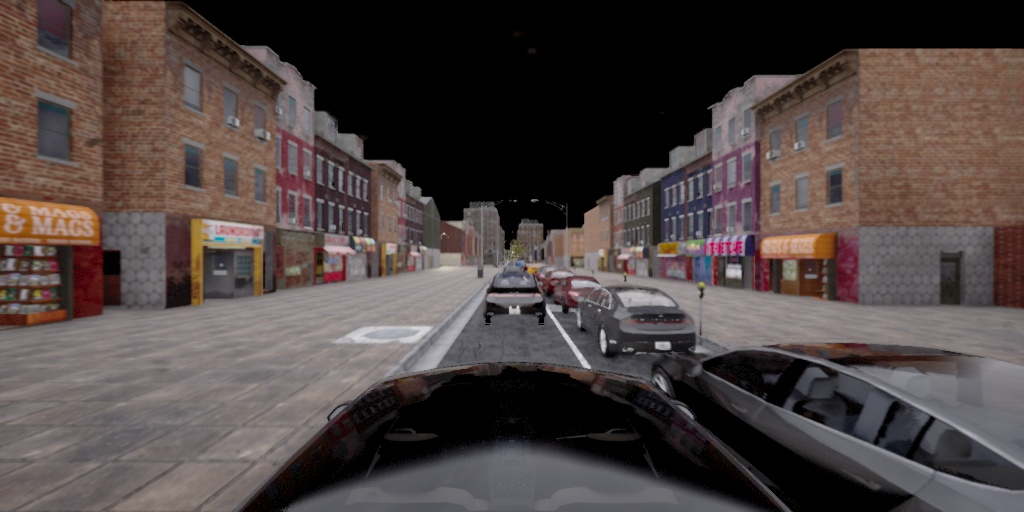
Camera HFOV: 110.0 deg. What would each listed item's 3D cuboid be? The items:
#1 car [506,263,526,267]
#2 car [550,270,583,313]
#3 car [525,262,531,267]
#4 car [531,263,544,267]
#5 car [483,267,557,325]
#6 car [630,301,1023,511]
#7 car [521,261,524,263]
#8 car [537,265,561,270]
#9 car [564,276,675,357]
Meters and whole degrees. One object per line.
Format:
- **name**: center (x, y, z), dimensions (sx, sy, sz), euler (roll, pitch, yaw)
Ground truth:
- **car**: center (0.070, 1.572, 33.167), dimensions (1.895, 1.301, 4.718), euler (0, -1, 0)
- **car**: center (2.627, 1.405, 14.059), dimensions (1.802, 1.307, 4.207), euler (0, 0, 0)
- **car**: center (2.717, 1.503, 38.973), dimensions (1.882, 1.535, 5.008), euler (0, -1, 0)
- **car**: center (2.617, 1.345, 25.310), dimensions (1.967, 1.591, 4.097), euler (0, 0, 0)
- **car**: center (0.075, 1.303, 12.140), dimensions (2.128, 1.511, 4.902), euler (0, 0, 0)
- **car**: center (2.638, 1.322, 2.809), dimensions (1.948, 1.339, 4.313), euler (0, 0, 0)
- **car**: center (2.590, 1.717, 53.435), dimensions (1.888, 1.381, 4.507), euler (0, 0, 0)
- **car**: center (2.622, 1.408, 19.685), dimensions (1.888, 1.381, 4.507), euler (0, 0, 0)
- **car**: center (2.632, 1.338, 8.434), dimensions (2.007, 1.370, 4.403), euler (0, 0, 0)
